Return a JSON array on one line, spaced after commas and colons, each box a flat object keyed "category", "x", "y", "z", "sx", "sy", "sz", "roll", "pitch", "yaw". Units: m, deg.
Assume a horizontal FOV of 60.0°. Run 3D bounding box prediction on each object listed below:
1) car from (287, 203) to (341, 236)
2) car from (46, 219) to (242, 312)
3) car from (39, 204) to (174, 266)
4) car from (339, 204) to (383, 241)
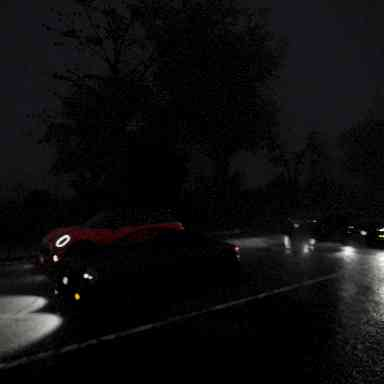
[{"category": "car", "x": 7.089, "y": 1.373, "z": 17.759, "sx": 4.902, "sy": 1.511, "sz": 2.128, "roll": 0, "pitch": 0, "yaw": -36}, {"category": "car", "x": -0.848, "y": 1.537, "z": 7.672, "sx": 4.181, "sy": 1.385, "sz": 1.994, "roll": -1, "pitch": 0, "yaw": -35}, {"category": "car", "x": -2.463, "y": 1.322, "z": 10.823, "sx": 4.553, "sy": 1.767, "sz": 2.097, "roll": -1, "pitch": 0, "yaw": -35}, {"category": "car", "x": 8.804, "y": 1.389, "z": 14.713, "sx": 4.892, "sy": 1.490, "sz": 1.837, "roll": 0, "pitch": 0, "yaw": -36}]
